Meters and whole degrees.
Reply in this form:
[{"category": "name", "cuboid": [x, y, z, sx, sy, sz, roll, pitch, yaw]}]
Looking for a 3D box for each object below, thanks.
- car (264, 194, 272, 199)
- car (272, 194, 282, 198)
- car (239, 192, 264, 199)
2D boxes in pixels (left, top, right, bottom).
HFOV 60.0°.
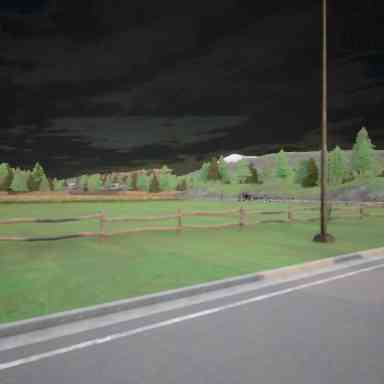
[{"category": "car", "cuboid": [16.092, 1.433, 79.621, 1.895, 1.301, 4.718, 0, 0, -36]}, {"category": "car", "cuboid": [18.900, 1.336, 81.711, 1.837, 1.490, 4.892, 0, 0, -36]}, {"category": "car", "cuboid": [13.267, 1.064, 77.555, 2.150, 2.045, 5.566, 0, 0, -36]}]
